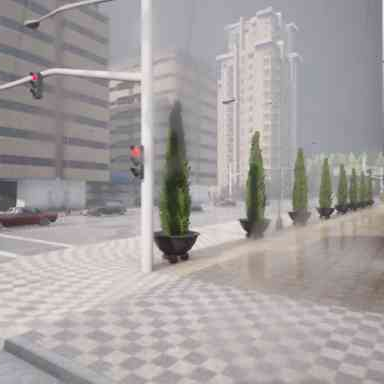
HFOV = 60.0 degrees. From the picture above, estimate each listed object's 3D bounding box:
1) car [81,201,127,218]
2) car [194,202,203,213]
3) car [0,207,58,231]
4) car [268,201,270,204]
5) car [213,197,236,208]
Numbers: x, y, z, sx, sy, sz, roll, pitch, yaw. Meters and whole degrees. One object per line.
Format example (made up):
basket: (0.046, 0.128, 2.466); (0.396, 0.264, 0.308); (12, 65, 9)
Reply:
car: (-8.158, 1.561, 31.122); (1.812, 1.442, 4.674); (0, 0, 34)
car: (-0.615, 1.602, 35.947); (1.994, 1.385, 4.181); (0, 0, 35)
car: (-11.010, 1.639, 20.826); (1.895, 1.301, 4.718); (0, 0, 34)
car: (10.736, 1.619, 52.297); (1.994, 1.385, 4.181); (0, 0, 34)
car: (5.028, 1.561, 50.249); (1.812, 1.442, 4.674); (0, 0, 35)
